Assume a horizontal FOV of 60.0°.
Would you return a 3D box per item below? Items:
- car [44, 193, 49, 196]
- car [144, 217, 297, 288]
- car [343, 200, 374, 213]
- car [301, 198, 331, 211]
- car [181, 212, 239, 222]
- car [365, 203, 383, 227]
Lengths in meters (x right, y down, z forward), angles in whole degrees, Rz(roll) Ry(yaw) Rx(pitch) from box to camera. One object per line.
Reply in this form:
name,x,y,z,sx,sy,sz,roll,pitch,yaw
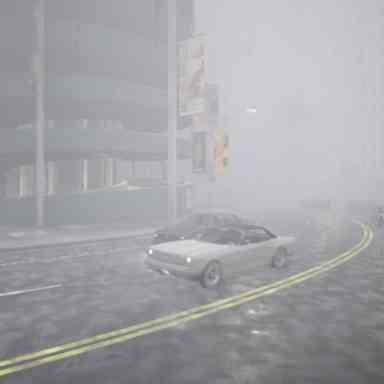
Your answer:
car,-24.998,1.137,58.073,2.435,2.045,5.566,0,0,-36
car,0.996,1.614,9.502,4.718,1.301,1.895,0,0,-43
car,19.222,1.582,37.727,2.033,1.411,5.357,0,0,-1
car,15.369,1.522,41.528,1.882,1.535,5.008,0,0,-6
car,0.773,1.568,14.293,2.033,1.411,5.357,0,0,41
car,13.214,1.620,22.320,1.895,1.301,4.718,0,0,21
